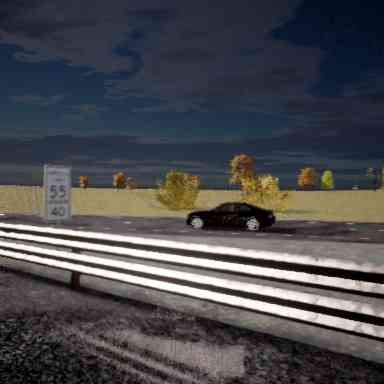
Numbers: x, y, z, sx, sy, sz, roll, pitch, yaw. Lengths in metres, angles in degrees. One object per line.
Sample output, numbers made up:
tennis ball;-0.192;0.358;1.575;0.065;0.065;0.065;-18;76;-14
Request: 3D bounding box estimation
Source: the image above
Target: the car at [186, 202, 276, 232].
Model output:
car;2.114;1.310;18.550;5.008;1.535;1.882;0;0;19
